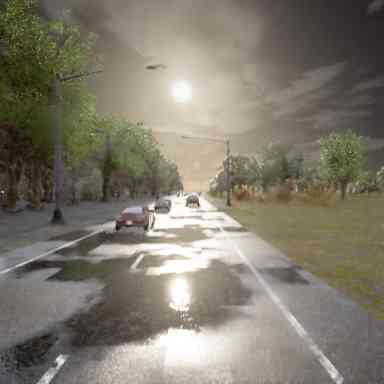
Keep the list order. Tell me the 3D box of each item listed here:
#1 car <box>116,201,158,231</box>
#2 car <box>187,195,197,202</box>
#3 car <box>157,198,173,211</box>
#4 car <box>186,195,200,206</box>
[{"bbox_3d":[-3.390,1.487,20.324,1.812,1.442,4.674,0,0,0],"label":"car"},{"bbox_3d":[0.033,1.408,72.957,2.033,1.411,5.357,0,0,0],"label":"car"},{"bbox_3d":[-3.383,1.473,39.685,2.033,1.411,5.357,0,0,0],"label":"car"},{"bbox_3d":[0.121,1.256,52.351,2.097,1.767,4.553,0,0,0],"label":"car"}]
